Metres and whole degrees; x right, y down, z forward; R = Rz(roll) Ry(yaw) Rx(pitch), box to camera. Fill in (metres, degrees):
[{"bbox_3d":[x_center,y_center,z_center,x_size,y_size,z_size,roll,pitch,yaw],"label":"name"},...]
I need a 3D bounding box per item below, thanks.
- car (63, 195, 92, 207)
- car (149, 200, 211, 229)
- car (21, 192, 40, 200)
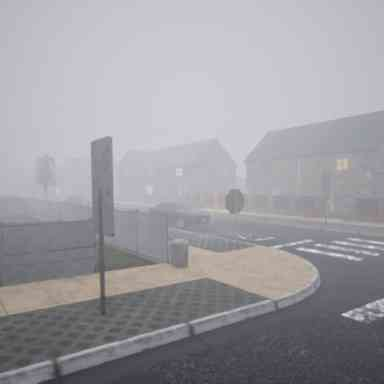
[{"bbox_3d":[-12.410,1.049,35.989,2.128,1.511,4.902,-2,2,-38],"label":"car"},{"bbox_3d":[-0.841,1.292,20.603,1.882,1.535,5.008,-2,2,-36],"label":"car"},{"bbox_3d":[-24.784,0.747,50.921,1.812,1.442,4.674,-2,2,-42],"label":"car"}]
